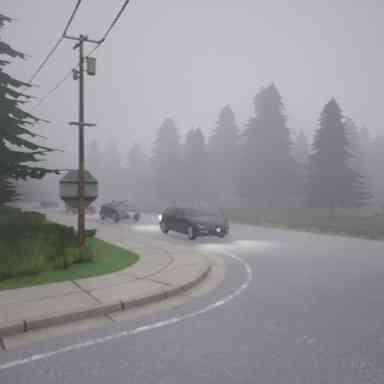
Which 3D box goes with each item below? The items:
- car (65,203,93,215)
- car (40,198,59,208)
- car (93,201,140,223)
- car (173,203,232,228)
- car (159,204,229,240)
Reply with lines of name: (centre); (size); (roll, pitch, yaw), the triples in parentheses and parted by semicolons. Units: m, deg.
car: (-11.412, 1.322, 34.126); (2.097, 1.767, 4.553); (0, 0, -35)
car: (-20.311, 1.541, 47.200); (1.812, 1.442, 4.674); (0, 0, -35)
car: (-5.648, 1.454, 25.656); (2.128, 1.511, 4.902); (0, 0, -34)
car: (0.601, 1.525, 22.946); (1.994, 1.385, 4.181); (0, 0, -33)
car: (-0.051, 1.467, 16.987); (1.837, 1.490, 4.892); (0, 0, -31)
